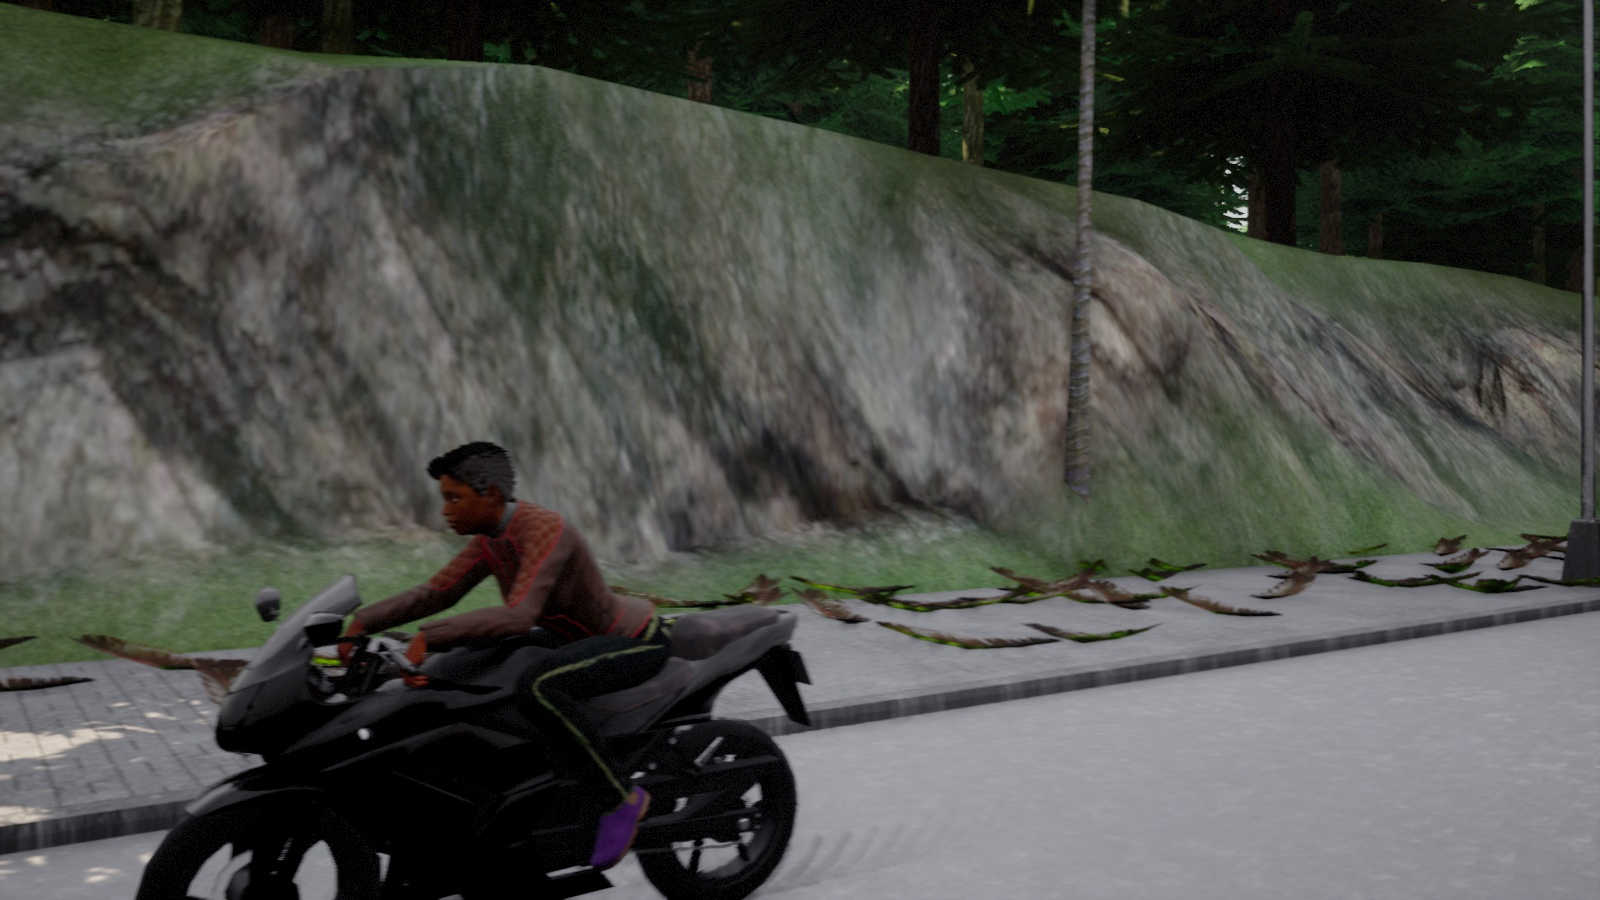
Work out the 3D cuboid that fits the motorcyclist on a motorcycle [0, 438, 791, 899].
[{"bbox_3d":[-1.094,0.738,3.508,2.044,1.523,0.797,0,0,-35],"label":"motorcyclist on a motorcycle"}]
